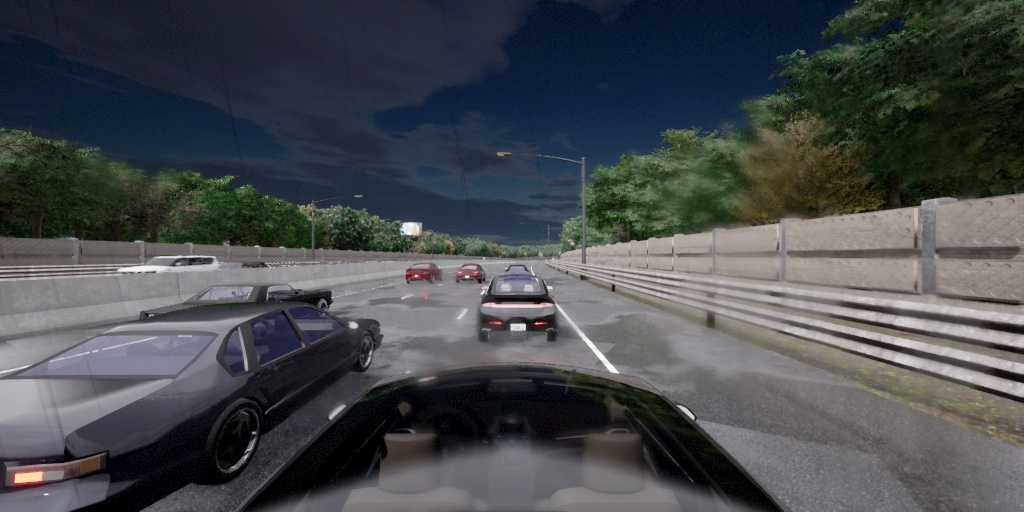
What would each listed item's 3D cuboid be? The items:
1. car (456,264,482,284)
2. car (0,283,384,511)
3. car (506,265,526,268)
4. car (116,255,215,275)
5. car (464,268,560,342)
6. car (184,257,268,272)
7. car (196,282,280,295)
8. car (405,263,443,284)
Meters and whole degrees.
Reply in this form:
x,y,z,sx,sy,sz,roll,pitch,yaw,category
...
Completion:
x,y,z,sx,sy,sz,roll,pitch,yaw,category
-3.092,1.295,27.374,1.812,1.442,4.674,0,0,1,car
-3.374,1.297,4.545,2.033,1.411,5.357,0,0,-1,car
0.405,1.334,26.761,1.994,1.385,4.181,0,0,1,car
-20.895,0.978,22.169,2.150,2.045,5.566,0,0,1,car
0.147,1.244,9.749,2.128,1.511,4.902,0,0,0,car
-17.382,1.110,22.602,2.097,1.767,4.553,0,0,1,car
-6.856,1.352,9.763,1.895,1.301,4.718,0,0,0,car
-6.584,1.246,27.382,1.882,1.535,5.008,0,0,1,car
